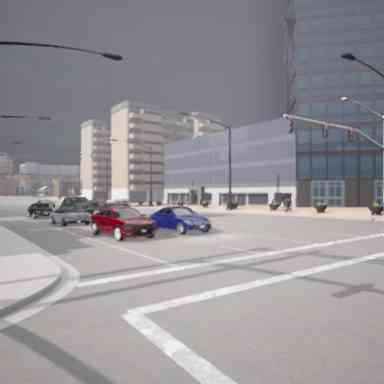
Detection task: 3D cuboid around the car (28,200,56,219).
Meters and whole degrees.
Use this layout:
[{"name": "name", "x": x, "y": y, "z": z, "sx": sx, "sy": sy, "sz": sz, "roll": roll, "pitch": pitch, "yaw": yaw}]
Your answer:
[{"name": "car", "x": -15.085, "y": 1.836, "z": 33.218, "sx": 1.837, "sy": 1.490, "sz": 4.892, "roll": -1, "pitch": -1, "yaw": -36}]

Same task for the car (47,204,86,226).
[{"name": "car", "x": -9.107, "y": 1.779, "z": 24.889, "sx": 1.895, "sy": 1.301, "sz": 4.718, "roll": 0, "pitch": -1, "yaw": -36}]

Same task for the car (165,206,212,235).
[{"name": "car", "x": -0.781, "y": 1.565, "z": 19.281, "sx": 1.812, "sy": 1.442, "sz": 4.674, "roll": 0, "pitch": 0, "yaw": -35}]

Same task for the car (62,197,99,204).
[{"name": "car", "x": -12.071, "y": 1.525, "z": 35.016, "sx": 2.150, "sy": 2.045, "sz": 5.566, "roll": -1, "pitch": -1, "yaw": -36}]

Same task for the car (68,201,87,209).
[{"name": "car", "x": -20.296, "y": 2.217, "z": 58.775, "sx": 1.895, "sy": 1.301, "sz": 4.718, "roll": 0, "pitch": -1, "yaw": -36}]

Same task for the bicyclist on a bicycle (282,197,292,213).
[{"name": "bicyclist on a bicycle", "x": 9.503, "y": 1.282, "z": 33.225, "sx": 1.656, "sy": 1.620, "sz": 0.582, "roll": -1, "pitch": 0, "yaw": -36}]

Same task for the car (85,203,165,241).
[{"name": "car", "x": -3.653, "y": 1.539, "z": 17.309, "sx": 1.882, "sy": 1.535, "sz": 5.008, "roll": 0, "pitch": 0, "yaw": -36}]

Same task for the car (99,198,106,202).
[{"name": "car", "x": -14.245, "y": 1.950, "z": 50.359, "sx": 2.128, "sy": 1.511, "sz": 4.902, "roll": 0, "pitch": -1, "yaw": -36}]

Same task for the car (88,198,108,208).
[{"name": "car", "x": -17.174, "y": 1.936, "z": 60.414, "sx": 2.097, "sy": 1.767, "sz": 4.553, "roll": 0, "pitch": -1, "yaw": -36}]
